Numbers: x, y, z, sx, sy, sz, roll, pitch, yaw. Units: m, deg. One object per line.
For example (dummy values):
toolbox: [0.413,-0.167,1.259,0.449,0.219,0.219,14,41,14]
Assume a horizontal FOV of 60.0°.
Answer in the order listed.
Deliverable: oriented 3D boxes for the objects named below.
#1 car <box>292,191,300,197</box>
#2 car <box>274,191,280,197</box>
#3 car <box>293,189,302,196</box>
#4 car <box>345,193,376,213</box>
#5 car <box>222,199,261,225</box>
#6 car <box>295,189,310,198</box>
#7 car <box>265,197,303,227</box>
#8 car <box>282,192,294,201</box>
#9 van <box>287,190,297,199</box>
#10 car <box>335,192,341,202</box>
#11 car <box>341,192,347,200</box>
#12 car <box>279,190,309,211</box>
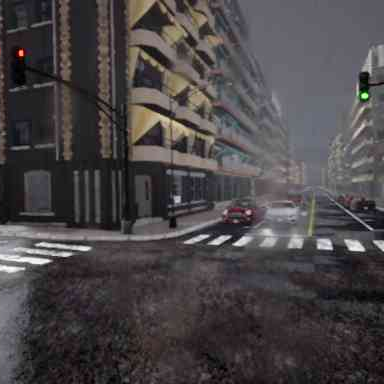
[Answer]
car: [26.703,0.393,85.027,1.752,1.417,4.829,-1,0,20]
car: [13.067,0.710,48.167,2.192,1.841,5.009,-1,0,20]
car: [28.713,0.105,90.473,2.192,1.841,5.009,-1,0,20]
car: [15.062,1.058,29.392,2.008,1.369,4.403,-1,0,20]
car: [3.292,1.211,21.728,1.967,1.590,4.097,-1,0,20]
car: [17.473,0.779,52.349,2.128,1.511,4.902,-1,0,21]
car: [5.724,1.262,20.826,1.812,1.442,4.674,-1,1,20]
car: [16.924,0.772,58.586,1.752,1.417,4.829,-1,0,20]
van: [20.891,0.435,69.321,1.690,1.788,3.998,-1,0,20]
car: [22.883,0.647,50.543,1.967,1.590,4.097,-1,0,20]
car: [17.018,0.977,34.679,1.887,1.381,4.507,-1,0,20]
car: [10.165,0.919,32.824,2.097,1.767,4.553,-1,0,20]
